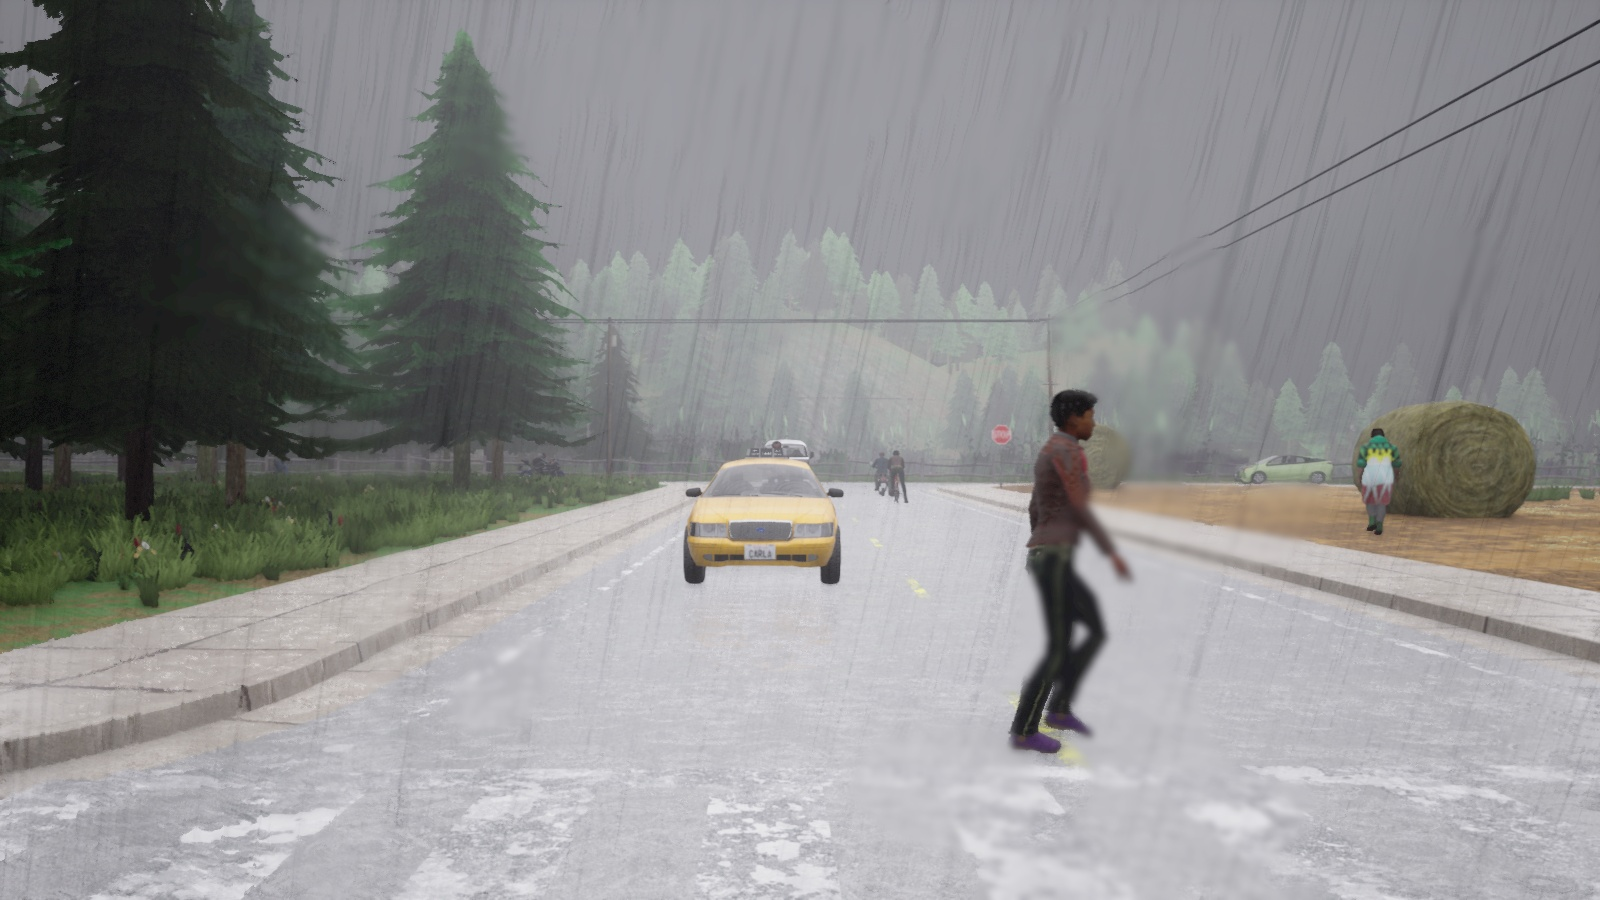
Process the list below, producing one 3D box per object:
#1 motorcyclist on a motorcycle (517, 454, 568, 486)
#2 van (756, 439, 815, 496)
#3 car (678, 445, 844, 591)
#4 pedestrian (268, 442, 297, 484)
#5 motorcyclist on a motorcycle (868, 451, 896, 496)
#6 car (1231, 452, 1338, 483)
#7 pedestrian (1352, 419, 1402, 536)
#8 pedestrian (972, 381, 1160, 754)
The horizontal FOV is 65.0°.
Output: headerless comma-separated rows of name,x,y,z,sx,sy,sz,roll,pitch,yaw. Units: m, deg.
motorcyclist on a motorcycle,-12.244,0.947,59.747,2.191,1.530,0.866,0,0,3
van,-0.545,0.625,46.918,2.069,2.038,4.480,0,0,-1
car,-0.436,0.747,16.281,1.801,1.575,5.366,0,0,0
pedestrian,-23.225,0.568,56.366,0.900,1.855,0.874,0,0,9
motorcyclist on a motorcycle,2.959,0.848,45.353,0.866,1.590,1.817,0,0,0
car,23.720,0.846,61.634,4.514,1.525,2.007,0,0,3
pedestrian,9.874,0.456,21.504,0.659,1.952,0.873,0,0,17
pedestrian,1.314,0.571,6.268,0.869,1.805,0.328,0,0,2
